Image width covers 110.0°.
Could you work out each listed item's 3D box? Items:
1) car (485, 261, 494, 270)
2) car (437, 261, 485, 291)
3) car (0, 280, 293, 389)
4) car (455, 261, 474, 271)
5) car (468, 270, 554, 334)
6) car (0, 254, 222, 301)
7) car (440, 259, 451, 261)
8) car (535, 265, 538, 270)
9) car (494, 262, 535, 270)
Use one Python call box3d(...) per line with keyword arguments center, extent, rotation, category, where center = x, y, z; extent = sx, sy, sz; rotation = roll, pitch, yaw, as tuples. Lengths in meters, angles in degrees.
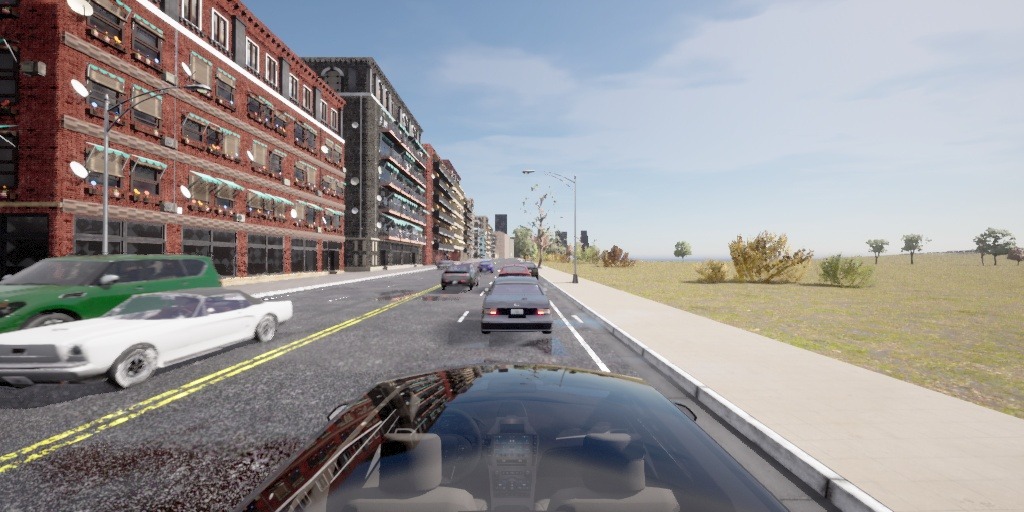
box3d(center=(-3.046, 1.279, 42.165), extent=(1.812, 1.442, 4.674), rotation=(0, 0, 0), category="car")
box3d(center=(-3.099, 1.244, 22.041), extent=(2.128, 1.511, 4.902), rotation=(0, 0, 0), category="car")
box3d(center=(-6.587, 1.352, 6.990), extent=(1.895, 1.301, 4.718), rotation=(0, 0, 0), category="car")
box3d(center=(-6.474, 1.354, 49.354), extent=(1.895, 1.301, 4.718), rotation=(0, 0, 0), category="car")
box3d(center=(0.122, 1.299, 10.577), extent=(2.033, 1.411, 5.357), rotation=(0, 0, 0), category="car")
box3d(center=(-9.836, 0.972, 8.603), extent=(2.150, 2.045, 5.566), rotation=(0, 0, 0), category="car")
box3d(center=(-9.711, 1.244, 52.414), extent=(2.128, 1.511, 4.902), rotation=(0, 0, 0), category="car")
box3d(center=(1.212, 1.232, 30.554), extent=(1.882, 1.535, 5.008), rotation=(0, 0, 0), category="car")
box3d(center=(0.152, 1.231, 21.117), extent=(1.882, 1.535, 5.008), rotation=(0, 0, 0), category="car")
